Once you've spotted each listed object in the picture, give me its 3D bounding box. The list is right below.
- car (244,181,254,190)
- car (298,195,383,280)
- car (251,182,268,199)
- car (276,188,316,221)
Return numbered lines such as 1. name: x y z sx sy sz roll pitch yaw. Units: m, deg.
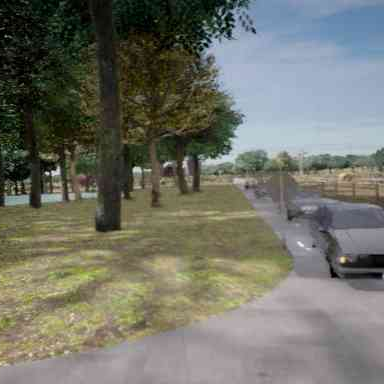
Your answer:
1. car: 9.962 -1.172 56.701 1.882 1.535 5.008 -3 2 6
2. car: 4.201 1.037 8.679 2.033 1.411 5.357 -3 2 13
3. car: 7.447 -0.077 34.051 1.994 1.385 4.181 -3 2 7
4. car: 5.615 0.570 17.640 2.128 1.511 4.902 -3 2 7
